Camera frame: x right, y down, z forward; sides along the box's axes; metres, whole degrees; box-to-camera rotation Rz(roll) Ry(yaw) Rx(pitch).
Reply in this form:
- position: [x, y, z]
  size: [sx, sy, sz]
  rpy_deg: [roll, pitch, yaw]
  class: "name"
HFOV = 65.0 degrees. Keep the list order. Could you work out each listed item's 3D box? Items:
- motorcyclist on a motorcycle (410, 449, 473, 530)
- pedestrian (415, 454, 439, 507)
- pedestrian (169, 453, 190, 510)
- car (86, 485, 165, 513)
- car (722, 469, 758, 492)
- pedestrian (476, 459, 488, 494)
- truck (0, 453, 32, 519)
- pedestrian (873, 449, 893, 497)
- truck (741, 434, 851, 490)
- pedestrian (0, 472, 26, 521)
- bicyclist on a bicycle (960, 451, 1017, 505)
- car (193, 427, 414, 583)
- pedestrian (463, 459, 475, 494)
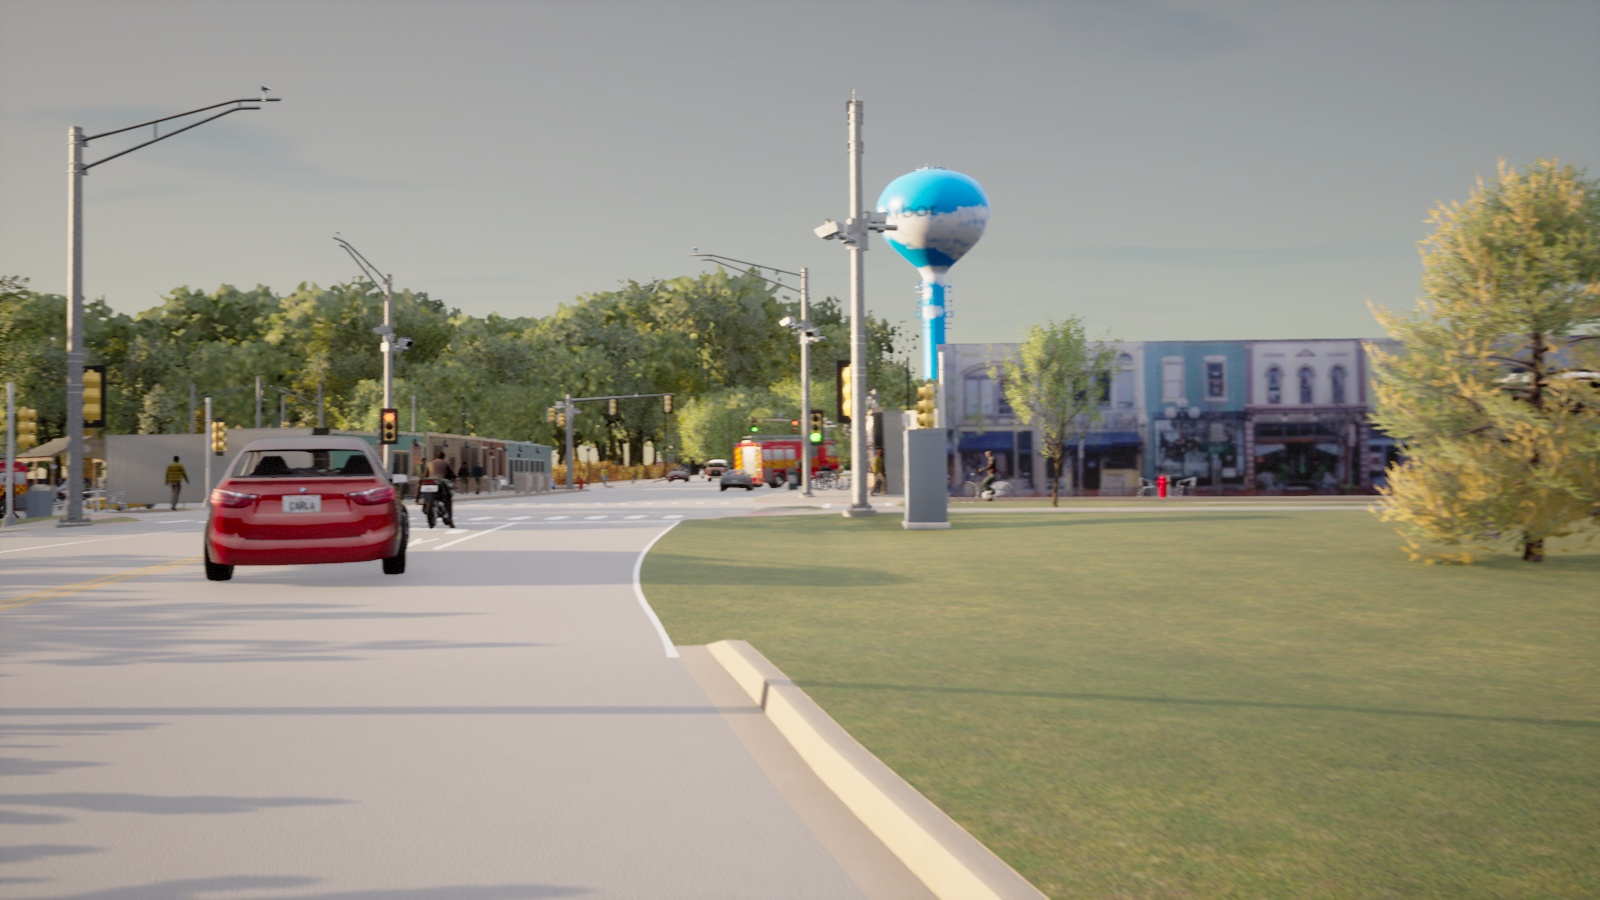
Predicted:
- position: [-7.046, 0.764, 24.770]
  size: [0.797, 1.523, 2.044]
  rpy_deg: [0, -1, -5]
  class: "motorcyclist on a motorcycle"
- position: [-14.060, 1.150, 47.316]
  size: [0.788, 1.949, 0.423]
  rpy_deg: [-1, -1, 4]
  class: "pedestrian"
- position: [-20.248, 1.037, 40.969]
  size: [0.431, 1.840, 0.709]
  rpy_deg: [0, -2, -9]
  class: "pedestrian"
- position: [-43.667, 3.132, 81.483]
  size: [1.801, 1.575, 5.366]
  rpy_deg: [0, 0, 6]
  class: "car"
- position: [-3.794, 1.944, 80.210]
  size: [1.994, 1.385, 4.181]
  rpy_deg: [-1, -1, 1]
  class: "car"
- position: [-16.892, 1.433, 66.662]
  size: [0.402, 1.842, 0.726]
  rpy_deg: [-1, -2, 6]
  class: "pedestrian"
- position: [-48.472, 2.121, 71.920]
  size: [2.891, 3.827, 8.468]
  rpy_deg: [-1, 0, 8]
  class: "truck"
- position: [3.149, 0.873, 47.685]
  size: [0.726, 1.835, 0.370]
  rpy_deg: [-1, -2, 9]
  class: "pedestrian"
- position: [-0.240, 0.839, 92.916]
  size: [2.891, 3.827, 8.468]
  rpy_deg: [-3, -2, 44]
  class: "truck"
- position: [-29.830, 1.775, 47.576]
  size: [0.703, 1.840, 0.431]
  rpy_deg: [0, -2, -8]
  class: "pedestrian"
- position: [6.224, 0.926, 41.605]
  size: [1.843, 1.776, 0.659]
  rpy_deg: [0, -1, 7]
  class: "bicyclist on a bicycle"
- position: [-6.107, 0.578, 15.977]
  size: [2.242, 1.667, 4.611]
  rpy_deg: [0, 0, -17]
  class: "car"
- position: [-17.518, 1.417, 66.401]
  size: [0.431, 1.840, 0.703]
  rpy_deg: [-1, -1, 2]
  class: "pedestrian"
